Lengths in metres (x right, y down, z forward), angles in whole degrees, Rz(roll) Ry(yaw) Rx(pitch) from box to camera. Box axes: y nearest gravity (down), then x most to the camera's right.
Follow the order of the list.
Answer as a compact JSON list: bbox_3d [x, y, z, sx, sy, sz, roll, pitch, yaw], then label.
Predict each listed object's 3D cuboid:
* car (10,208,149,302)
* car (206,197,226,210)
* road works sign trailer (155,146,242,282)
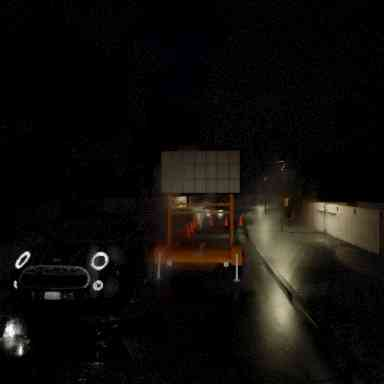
[{"bbox_3d":[-2.491,1.359,8.491,2.097,1.767,4.553,0,0,4],"label":"car"},{"bbox_3d":[3.176,1.436,43.969,2.097,1.767,4.553,0,0,14],"label":"car"},{"bbox_3d":[0.264,0.471,9.864,2.380,3.560,2.880,0,0,5],"label":"road works sign trailer"}]
